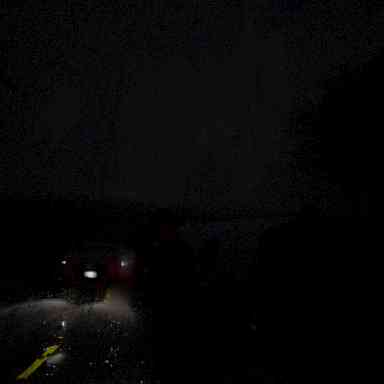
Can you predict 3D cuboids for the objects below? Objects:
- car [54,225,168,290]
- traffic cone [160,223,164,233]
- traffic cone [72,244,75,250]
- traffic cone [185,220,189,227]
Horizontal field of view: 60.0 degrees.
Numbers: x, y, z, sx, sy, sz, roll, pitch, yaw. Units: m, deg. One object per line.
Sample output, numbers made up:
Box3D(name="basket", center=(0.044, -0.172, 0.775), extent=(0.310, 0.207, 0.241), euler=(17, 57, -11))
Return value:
Box3D(name="car", center=(-1.970, 1.644, 9.255), extent=(1.994, 1.385, 4.181), euler=(0, -1, 8))
Box3D(name="traffic cone", center=(-1.909, 2.305, 21.421), extent=(0.340, 0.580, 0.340), euler=(0, -2, 15))
Box3D(name="traffic cone", center=(-4.020, 2.064, 11.319), extent=(0.340, 0.580, 0.340), euler=(0, -1, 8))
Box3D(name="traffic cone", center=(-0.404, 2.468, 26.357), extent=(0.340, 0.580, 0.340), euler=(0, -2, 19))
